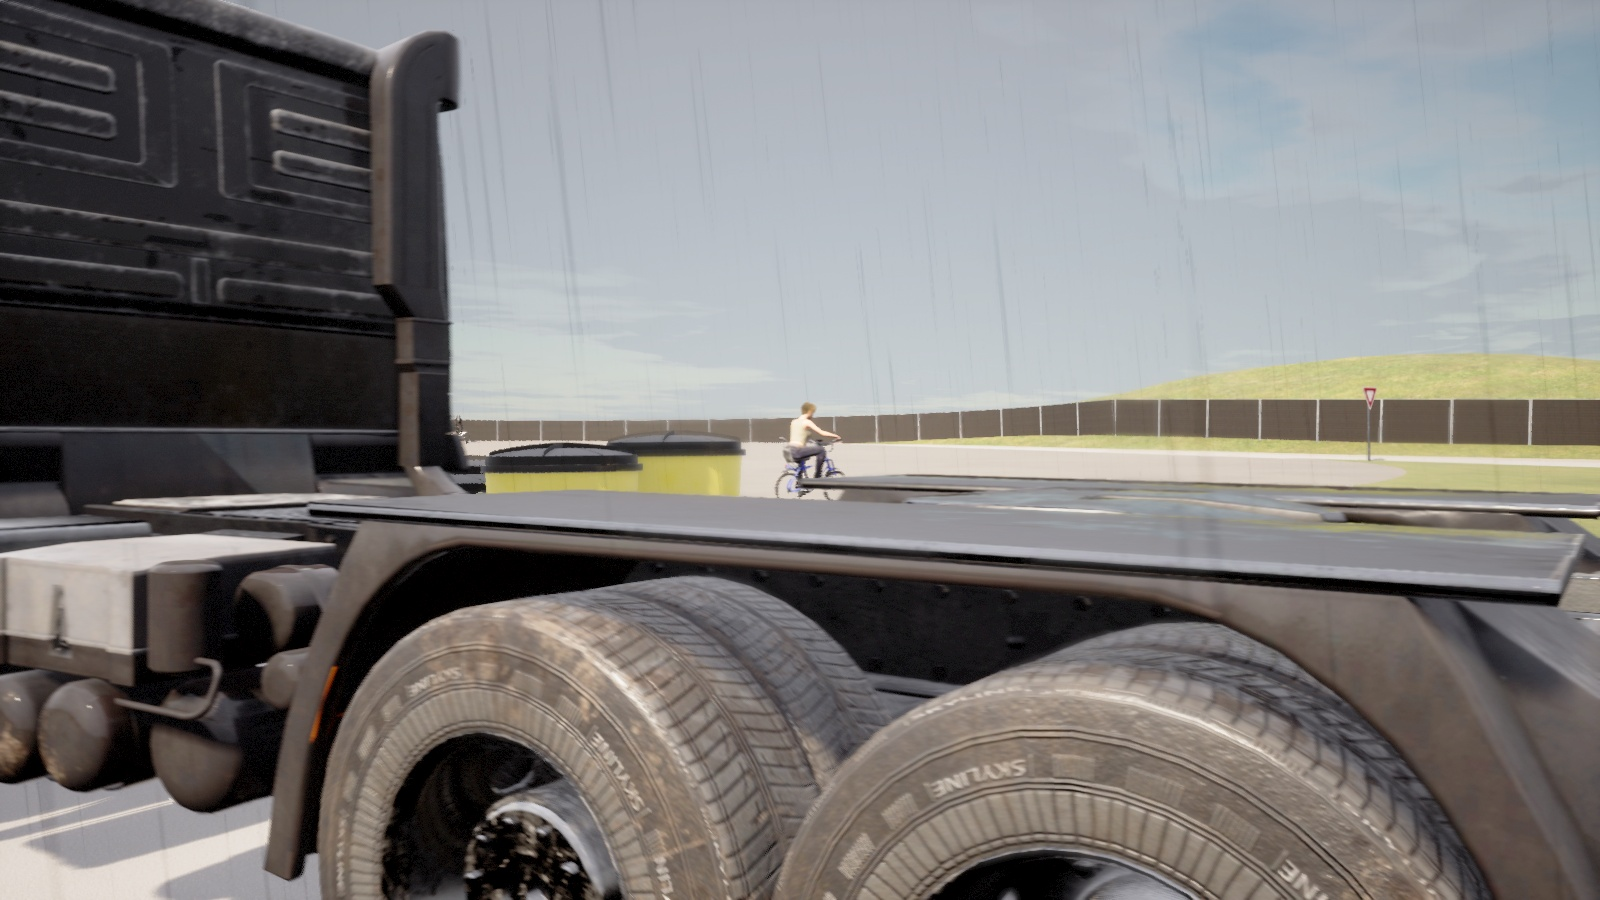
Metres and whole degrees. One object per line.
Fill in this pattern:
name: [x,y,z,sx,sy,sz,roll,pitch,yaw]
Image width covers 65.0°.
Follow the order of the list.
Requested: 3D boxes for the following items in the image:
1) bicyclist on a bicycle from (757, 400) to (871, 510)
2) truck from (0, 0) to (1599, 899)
bicyclist on a bicycle: [0.224,0.059,19.485,1.509,1.612,0.866,-3,2,-40]
truck: [-1.150,-0.300,4.367,7.936,3.462,2.891,0,1,34]
